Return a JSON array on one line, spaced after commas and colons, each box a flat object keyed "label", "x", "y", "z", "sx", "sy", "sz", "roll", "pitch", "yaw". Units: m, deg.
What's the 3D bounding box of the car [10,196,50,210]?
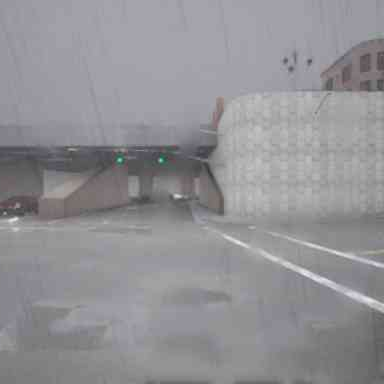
[{"label": "car", "x": -18.516, "y": 1.176, "z": 38.353, "sx": 2.033, "sy": 1.411, "sz": 5.357, "roll": 0, "pitch": 1, "yaw": -2}]

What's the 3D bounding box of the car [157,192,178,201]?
[{"label": "car", "x": -4.426, "y": 0.875, "z": 60.156, "sx": 2.128, "sy": 1.511, "sz": 4.902, "roll": 0, "pitch": 1, "yaw": 4}]

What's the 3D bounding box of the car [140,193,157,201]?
[{"label": "car", "x": -7.947, "y": 0.939, "z": 60.002, "sx": 2.033, "sy": 1.411, "sz": 5.357, "roll": 0, "pitch": 1, "yaw": 4}]

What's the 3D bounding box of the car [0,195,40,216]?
[{"label": "car", "x": -14.771, "y": 1.072, "z": 28.443, "sx": 2.097, "sy": 1.767, "sz": 4.553, "roll": 0, "pitch": 1, "yaw": -1}]

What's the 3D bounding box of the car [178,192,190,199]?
[{"label": "car", "x": -2.096, "y": 0.803, "z": 70.164, "sx": 1.812, "sy": 1.442, "sz": 4.674, "roll": 0, "pitch": 1, "yaw": 28}]

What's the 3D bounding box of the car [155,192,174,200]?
[{"label": "car", "x": -5.775, "y": 0.784, "z": 70.428, "sx": 1.837, "sy": 1.490, "sz": 4.892, "roll": 0, "pitch": 1, "yaw": 24}]
